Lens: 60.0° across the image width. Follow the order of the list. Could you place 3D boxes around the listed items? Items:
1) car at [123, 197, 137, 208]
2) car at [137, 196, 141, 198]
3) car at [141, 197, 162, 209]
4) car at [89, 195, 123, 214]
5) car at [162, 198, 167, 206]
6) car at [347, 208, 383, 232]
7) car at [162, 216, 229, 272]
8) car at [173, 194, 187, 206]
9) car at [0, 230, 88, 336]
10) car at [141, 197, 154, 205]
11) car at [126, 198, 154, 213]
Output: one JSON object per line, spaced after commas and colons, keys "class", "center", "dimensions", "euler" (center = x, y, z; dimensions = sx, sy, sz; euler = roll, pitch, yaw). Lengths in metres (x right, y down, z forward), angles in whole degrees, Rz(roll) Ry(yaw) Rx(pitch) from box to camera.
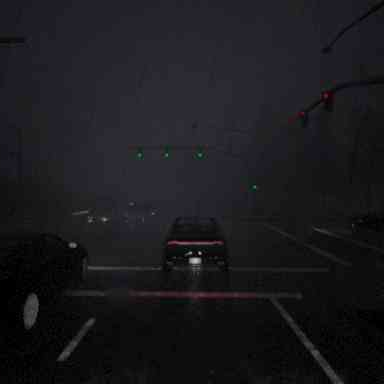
{"class": "car", "center": [-9.516, 1.691, 47.022], "dimensions": [1.837, 1.490, 4.892], "euler": [0, 0, 1]}
{"class": "car", "center": [-9.259, 1.577, 56.930], "dimensions": [2.097, 1.767, 4.553], "euler": [0, 0, 2]}
{"class": "car", "center": [-5.969, 1.757, 48.886], "dimensions": [1.994, 1.385, 4.181], "euler": [0, 0, 2]}
{"class": "car", "center": [-9.749, 1.369, 37.198], "dimensions": [2.150, 2.045, 5.566], "euler": [0, 0, 1]}
{"class": "car", "center": [-5.703, 1.757, 58.706], "dimensions": [1.812, 1.442, 4.674], "euler": [0, 0, 1]}
{"class": "car", "center": [12.429, 1.625, 20.106], "dimensions": [5.357, 1.411, 2.033], "euler": [0, 0, 3]}
{"class": "car", "center": [0.112, 1.537, 10.893], "dimensions": [2.128, 1.511, 4.902], "euler": [0, 0, 1]}
{"class": "car", "center": [-1.985, 1.597, 62.456], "dimensions": [2.097, 1.767, 4.553], "euler": [0, 0, 1]}
{"class": "car", "center": [-3.567, 1.505, 6.718], "dimensions": [1.882, 1.535, 5.008], "euler": [0, 0, -2]}
{"class": "car", "center": [-8.987, 1.742, 66.998], "dimensions": [1.882, 1.535, 5.008], "euler": [0, 0, 1]}
{"class": "car", "center": [-6.174, 1.760, 40.121], "dimensions": [1.895, 1.301, 4.718], "euler": [0, 0, 1]}
